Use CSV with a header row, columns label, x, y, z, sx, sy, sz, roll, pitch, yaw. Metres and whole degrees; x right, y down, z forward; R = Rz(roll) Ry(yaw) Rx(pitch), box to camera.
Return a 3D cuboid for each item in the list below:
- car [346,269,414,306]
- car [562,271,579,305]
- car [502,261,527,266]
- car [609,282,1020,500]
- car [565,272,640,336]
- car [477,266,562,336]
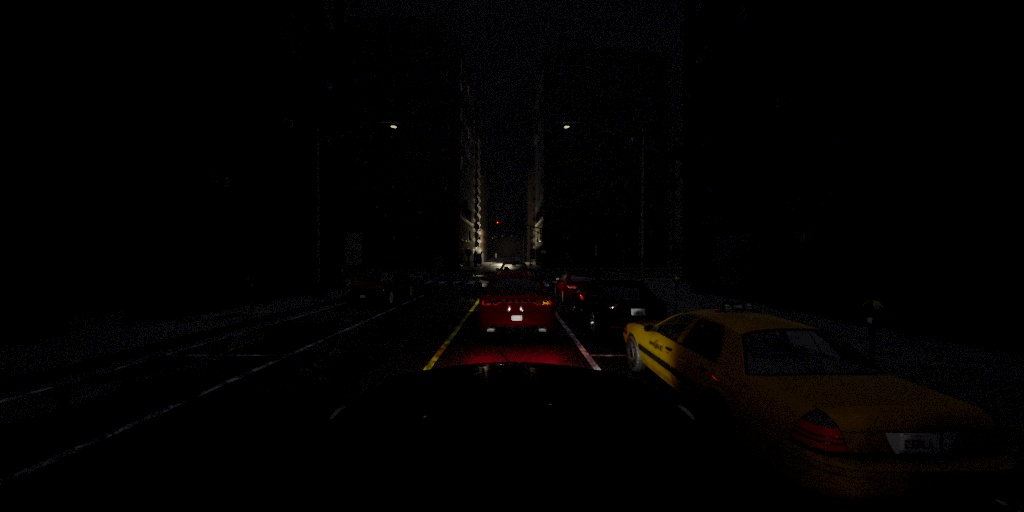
label,x,y,z,sx,sy,sz,roll,pitch,yaw
car,-5.654,1.290,15.837,1.888,1.381,4.507,0,0,0
car,2.891,1.327,15.828,1.802,1.307,4.207,0,0,0
car,0.121,1.096,20.751,2.097,1.767,4.553,0,0,0
car,2.875,1.274,4.826,1.751,1.417,4.829,0,0,0
car,2.883,1.313,10.242,1.948,1.339,4.313,0,0,0
car,0.106,1.225,10.421,1.882,1.535,5.008,0,0,0
